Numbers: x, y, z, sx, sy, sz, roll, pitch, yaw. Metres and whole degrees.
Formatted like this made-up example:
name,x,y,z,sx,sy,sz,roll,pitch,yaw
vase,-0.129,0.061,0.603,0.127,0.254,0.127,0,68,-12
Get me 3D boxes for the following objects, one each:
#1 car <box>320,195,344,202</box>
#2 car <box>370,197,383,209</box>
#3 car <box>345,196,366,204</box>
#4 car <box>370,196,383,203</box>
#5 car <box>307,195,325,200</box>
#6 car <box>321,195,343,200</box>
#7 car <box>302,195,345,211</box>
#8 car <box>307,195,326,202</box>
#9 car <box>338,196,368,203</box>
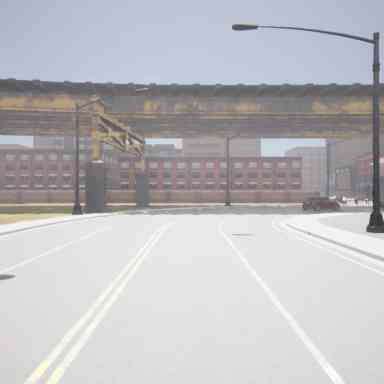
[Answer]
name,x,y,z,sx,sy,sz,roll,pitch,yaw
car,33.606,1.452,79.931,2.038,1.542,4.974,0,0,-34
car,25.715,1.526,42.093,4.674,1.442,1.812,0,0,-3
car,29.183,1.452,60.320,2.038,1.542,4.974,0,0,-29
car,32.253,1.295,58.206,1.853,1.218,4.536,0,0,31
car,29.560,1.295,79.147,4.536,1.218,1.853,0,0,-39
car,33.635,1.295,79.888,1.853,1.218,4.536,0,0,-34
car,15.616,1.352,40.146,4.553,1.767,2.097,0,0,-24
car,29.600,1.452,79.180,4.974,1.542,2.038,0,0,-39
car,29.158,1.295,60.366,1.853,1.218,4.536,0,0,-29
